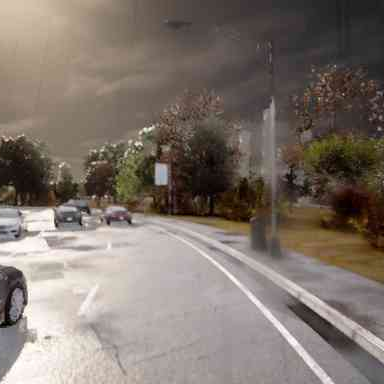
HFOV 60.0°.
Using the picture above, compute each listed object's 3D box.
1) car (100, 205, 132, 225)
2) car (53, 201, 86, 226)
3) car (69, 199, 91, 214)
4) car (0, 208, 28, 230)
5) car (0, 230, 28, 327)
[{"bbox_3d":[-5.938,1.705,25.814,1.812,1.442,4.674,0,-1,-24],"label":"car"},{"bbox_3d":[-9.298,1.684,24.769,1.812,1.442,4.674,1,0,-24],"label":"car"},{"bbox_3d":[-13.236,1.600,37.794,2.097,1.767,4.553,1,-1,-37],"label":"car"},{"bbox_3d":[-10.199,1.646,18.261,1.812,1.442,4.674,0,0,-19],"label":"car"},{"bbox_3d":[-3.808,1.544,4.209,1.837,1.490,4.892,0,0,-5],"label":"car"}]
